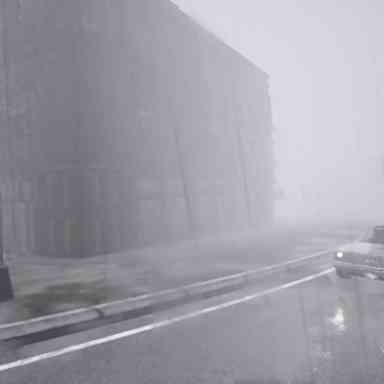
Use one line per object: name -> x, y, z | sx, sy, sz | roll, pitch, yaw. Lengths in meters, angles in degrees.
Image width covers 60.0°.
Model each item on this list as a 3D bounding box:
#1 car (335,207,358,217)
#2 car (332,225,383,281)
car -> 22.564, 2.885, 48.944 | 1.812, 1.442, 4.674 | -2, -3, 2
car -> 5.655, 1.633, 9.214 | 1.895, 1.301, 4.718 | -1, -1, 45
